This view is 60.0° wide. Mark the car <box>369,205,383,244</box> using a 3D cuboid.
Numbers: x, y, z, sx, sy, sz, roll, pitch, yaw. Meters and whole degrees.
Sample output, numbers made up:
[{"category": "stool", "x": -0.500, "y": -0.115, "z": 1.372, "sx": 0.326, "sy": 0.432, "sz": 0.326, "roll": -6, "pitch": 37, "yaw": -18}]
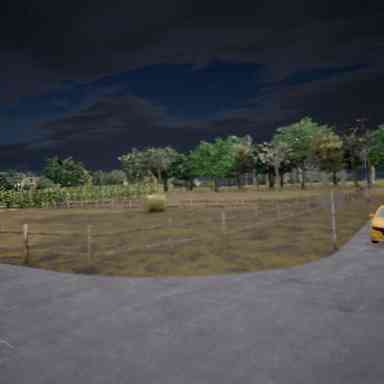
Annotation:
[{"category": "car", "x": 8.919, "y": 1.260, "z": 14.418, "sx": 1.882, "sy": 1.535, "sz": 5.008, "roll": -4, "pitch": -1, "yaw": 33}]
